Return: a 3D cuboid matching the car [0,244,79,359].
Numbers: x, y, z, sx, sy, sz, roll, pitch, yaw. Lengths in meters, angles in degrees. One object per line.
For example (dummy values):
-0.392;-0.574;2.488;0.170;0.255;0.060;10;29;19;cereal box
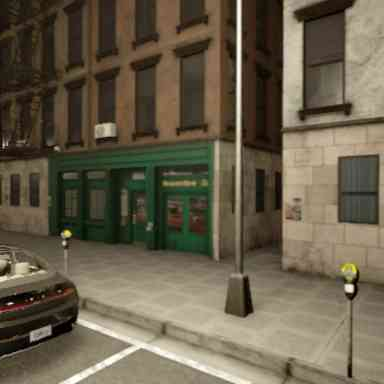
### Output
-3.670;1.529;5.448;4.403;1.369;2.008;0;0;36;car
